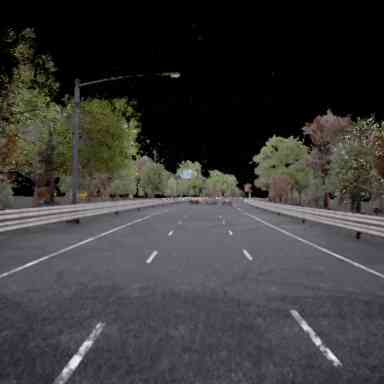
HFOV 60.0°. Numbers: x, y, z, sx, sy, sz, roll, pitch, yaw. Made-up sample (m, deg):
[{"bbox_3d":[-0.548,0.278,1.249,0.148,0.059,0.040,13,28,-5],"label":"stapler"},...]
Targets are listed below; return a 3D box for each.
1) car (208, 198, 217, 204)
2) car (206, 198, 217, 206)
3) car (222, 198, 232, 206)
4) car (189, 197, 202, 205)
[{"bbox_3d":[5.210,2.236,82.593,1.994,1.385,4.181,1,0,7],"label":"car"},{"bbox_3d":[4.104,2.147,72.302,2.128,1.511,4.902,1,0,6],"label":"car"},{"bbox_3d":[7.669,2.063,72.774,2.097,1.767,4.553,1,0,6],"label":"car"},{"bbox_3d":[0.583,2.020,72.246,1.882,1.535,5.008,1,0,6],"label":"car"}]
